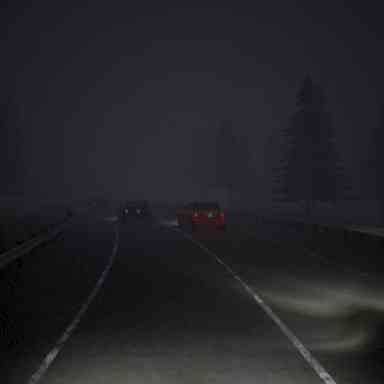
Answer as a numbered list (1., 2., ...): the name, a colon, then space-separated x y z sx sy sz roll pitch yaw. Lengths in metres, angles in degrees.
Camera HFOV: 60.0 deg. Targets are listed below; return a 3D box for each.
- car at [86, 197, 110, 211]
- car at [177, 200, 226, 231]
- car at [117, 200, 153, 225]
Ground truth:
1. car: -11.471 1.372 40.378 2.097 1.767 4.553 0 0 -29
2. car: 0.487 1.347 20.783 2.097 1.767 4.553 0 0 -15
3. car: -4.340 1.359 24.722 2.097 1.767 4.553 0 0 -19
